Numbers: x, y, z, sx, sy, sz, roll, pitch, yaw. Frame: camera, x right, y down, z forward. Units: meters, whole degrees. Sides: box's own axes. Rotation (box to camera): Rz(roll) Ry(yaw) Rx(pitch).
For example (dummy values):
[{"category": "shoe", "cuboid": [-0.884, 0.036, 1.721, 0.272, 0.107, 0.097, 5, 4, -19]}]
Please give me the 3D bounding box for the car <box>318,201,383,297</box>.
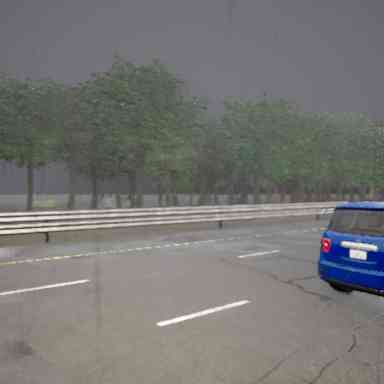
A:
[{"category": "car", "cuboid": [5.188, 1.221, 7.570, 5.566, 2.045, 2.150, 0, 0, -35]}]
